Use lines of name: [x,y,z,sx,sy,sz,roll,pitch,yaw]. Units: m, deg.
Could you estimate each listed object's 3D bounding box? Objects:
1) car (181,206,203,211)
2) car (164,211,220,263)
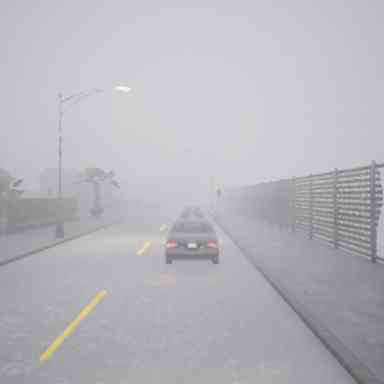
car: [0.029,1.858,28.355,1.994,1.385,4.181,0,-1,1]
car: [0.015,1.678,12.502,2.033,1.411,5.357,0,-1,0]
